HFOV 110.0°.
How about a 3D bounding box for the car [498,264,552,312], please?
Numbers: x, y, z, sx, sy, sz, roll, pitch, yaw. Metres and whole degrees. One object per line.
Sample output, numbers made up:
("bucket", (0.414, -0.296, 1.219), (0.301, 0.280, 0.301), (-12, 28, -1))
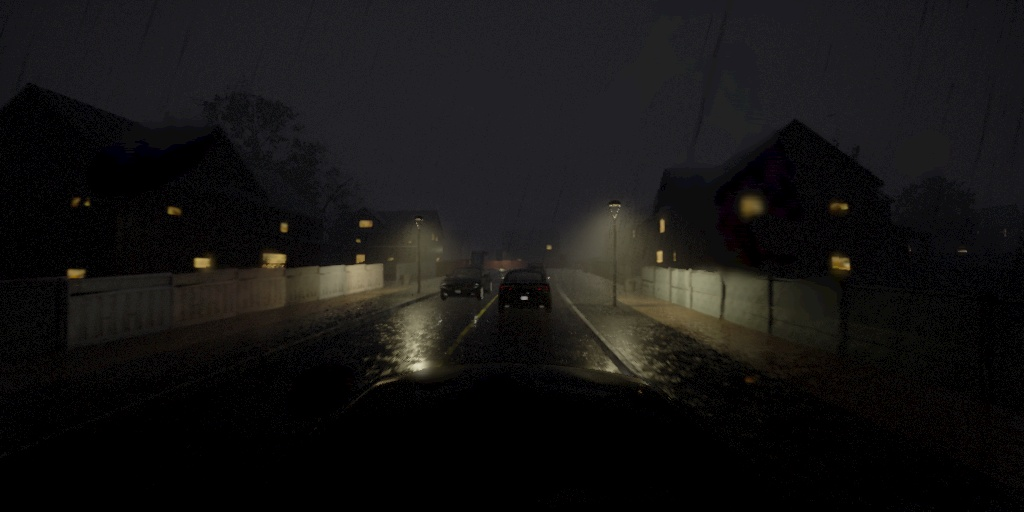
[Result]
("car", (0.545, 1.245, 14.359), (1.882, 1.535, 5.008), (0, 0, 3))

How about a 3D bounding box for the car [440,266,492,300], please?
("car", (-2.151, 1.266, 17.919), (1.882, 1.535, 5.008), (0, 0, 4))

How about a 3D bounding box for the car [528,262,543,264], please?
("car", (2.155, 1.322, 32.395), (1.837, 1.490, 4.892), (0, 0, 6))
